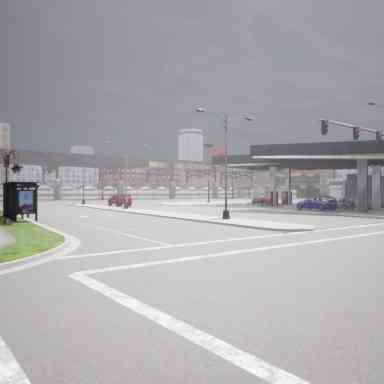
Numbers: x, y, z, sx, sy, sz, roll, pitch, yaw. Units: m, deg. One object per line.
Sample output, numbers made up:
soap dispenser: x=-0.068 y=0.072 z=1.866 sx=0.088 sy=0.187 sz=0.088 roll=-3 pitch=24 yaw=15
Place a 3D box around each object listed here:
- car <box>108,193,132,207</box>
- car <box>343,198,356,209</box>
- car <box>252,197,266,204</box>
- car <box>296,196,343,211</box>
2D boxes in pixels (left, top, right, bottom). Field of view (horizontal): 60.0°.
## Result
car: x=-11.275 y=1.221 z=52.029 sx=2.150 sy=2.045 sz=5.566 roll=0 pitch=0 yaw=-35
car: x=18.569 y=1.455 z=42.223 sx=1.970 sy=1.475 sz=3.806 roll=0 pitch=0 yaw=-35
car: x=12.595 y=1.600 z=61.367 sx=1.895 sy=1.301 sz=4.718 roll=0 pitch=0 yaw=29
car: x=14.295 y=1.295 z=38.309 sx=2.242 sy=1.667 sz=4.611 roll=0 pitch=0 yaw=-35
